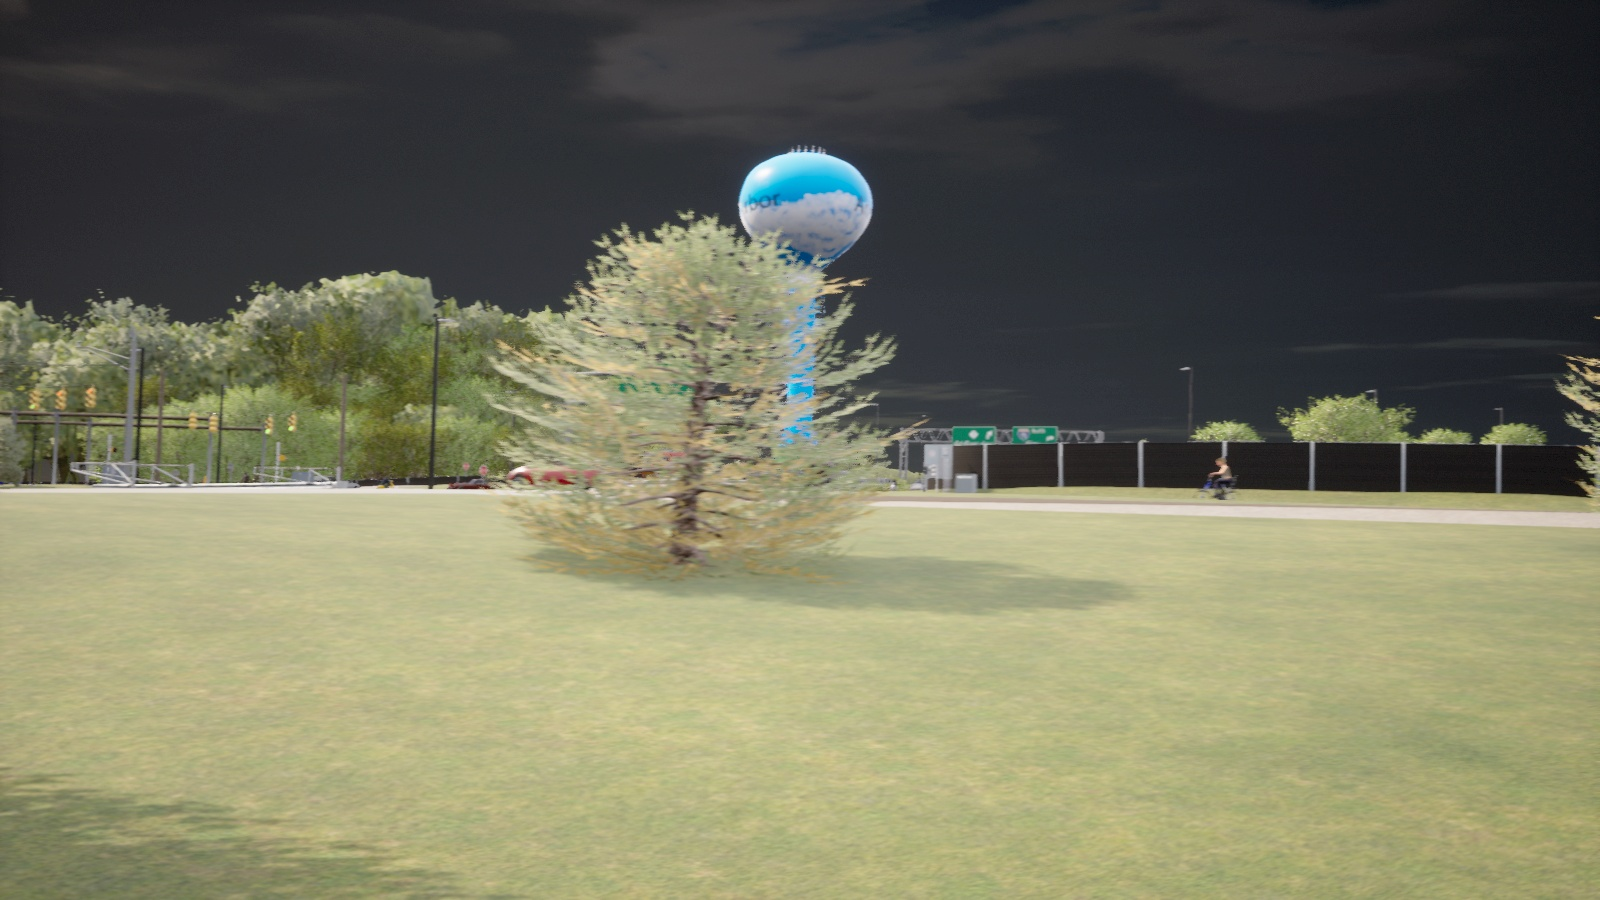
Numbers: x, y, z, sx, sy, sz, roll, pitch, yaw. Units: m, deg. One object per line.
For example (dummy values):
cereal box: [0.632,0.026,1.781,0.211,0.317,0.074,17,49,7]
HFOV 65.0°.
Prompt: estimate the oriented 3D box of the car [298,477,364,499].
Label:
car: [-34.198,2.760,91.707,2.007,1.525,4.514,0,-2,20]

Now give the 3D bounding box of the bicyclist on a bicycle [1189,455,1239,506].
bicyclist on a bicycle: [13.731,1.007,41.615,1.509,1.612,0.866,1,-2,21]
